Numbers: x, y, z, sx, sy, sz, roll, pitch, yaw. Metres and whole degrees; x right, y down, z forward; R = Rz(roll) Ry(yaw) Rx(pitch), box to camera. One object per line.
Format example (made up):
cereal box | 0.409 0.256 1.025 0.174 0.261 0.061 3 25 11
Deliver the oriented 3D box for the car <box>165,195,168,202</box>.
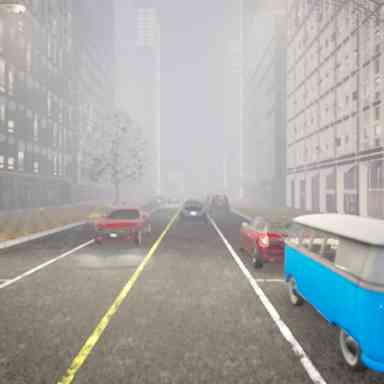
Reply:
car | -5.693 1.392 56.606 1.947 1.339 4.313 0 0 0

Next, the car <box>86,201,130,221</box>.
car | -5.689 1.464 22.281 1.752 1.417 4.829 0 0 0

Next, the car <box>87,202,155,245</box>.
car | -3.102 1.436 15.635 1.882 1.535 5.008 0 0 0

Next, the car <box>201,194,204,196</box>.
car | 2.690 1.181 45.210 2.192 1.841 5.009 0 0 0

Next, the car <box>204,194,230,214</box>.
car | 2.691 1.218 33.825 2.192 1.841 5.009 0 0 0

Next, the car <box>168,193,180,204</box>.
car | -3.067 1.317 56.940 2.128 1.511 4.902 0 0 0

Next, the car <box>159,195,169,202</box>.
car | -5.694 1.366 67.989 1.802 1.307 4.206 0 0 0

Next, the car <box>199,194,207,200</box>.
car | 2.685 1.284 85.055 1.947 1.339 4.313 0 0 0

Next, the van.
van | 2.694 1.327 5.366 1.690 1.788 3.998 0 0 0

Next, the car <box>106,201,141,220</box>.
car | -5.690 1.471 28.145 2.008 1.369 4.403 0 0 0

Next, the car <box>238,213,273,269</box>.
car | 2.693 1.411 11.057 1.967 1.590 4.097 0 0 0

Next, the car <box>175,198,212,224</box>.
car | 0.097 1.436 24.191 2.163 1.488 4.792 0 0 0

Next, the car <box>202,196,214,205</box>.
car | 2.688 1.351 56.764 1.752 1.417 4.829 0 0 0

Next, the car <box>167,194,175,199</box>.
car | -5.697 1.239 90.759 1.887 1.381 4.507 0 0 0

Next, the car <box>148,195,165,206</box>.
car | -5.692 1.397 50.914 2.008 1.369 4.403 0 0 0

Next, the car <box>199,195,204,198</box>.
car | 0.097 1.443 41.319 1.994 1.385 4.181 0 0 0
